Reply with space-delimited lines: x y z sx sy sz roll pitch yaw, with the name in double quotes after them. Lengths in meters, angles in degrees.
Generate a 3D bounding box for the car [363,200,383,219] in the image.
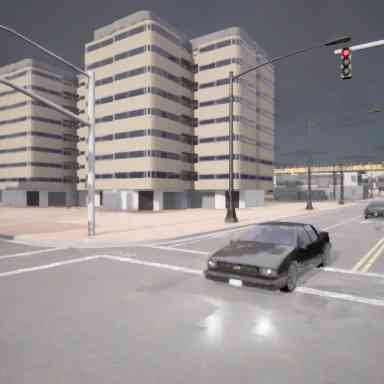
15.850 1.504 28.153 1.837 1.490 4.892 0 0 35 "car"

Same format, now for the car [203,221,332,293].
2.465 1.547 9.283 2.033 1.411 5.357 0 0 35 "car"
